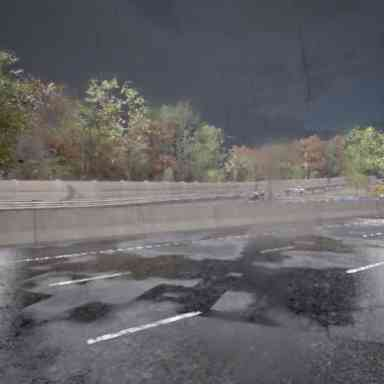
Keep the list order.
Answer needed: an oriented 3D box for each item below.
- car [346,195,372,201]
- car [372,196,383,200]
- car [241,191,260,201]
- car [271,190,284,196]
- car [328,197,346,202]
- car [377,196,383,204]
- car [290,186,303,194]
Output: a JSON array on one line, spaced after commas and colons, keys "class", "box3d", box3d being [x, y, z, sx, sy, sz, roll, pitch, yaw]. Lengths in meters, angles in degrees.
[{"class": "car", "box3d": [24.862, 1.269, 48.036, 4.553, 1.767, 2.097, 0, 0, -36]}, {"class": "car", "box3d": [27.013, 1.276, 45.277, 4.553, 1.767, 2.097, 0, 0, -36]}, {"class": "car", "box3d": [10.578, 0.621, 59.922, 2.097, 1.767, 4.553, 0, 1, 30]}, {"class": "car", "box3d": [18.566, 0.282, 73.090, 2.097, 1.767, 4.553, 0, 1, 32]}, {"class": "car", "box3d": [22.662, 1.435, 50.757, 4.674, 1.442, 1.812, 0, 0, -36]}, {"class": "car", "box3d": [35.498, 1.410, 60.037, 4.892, 1.490, 1.837, 0, 0, -36]}, {"class": "car", "box3d": [27.145, -0.491, 85.952, 2.150, 2.045, 5.566, 0, 2, 34]}]
